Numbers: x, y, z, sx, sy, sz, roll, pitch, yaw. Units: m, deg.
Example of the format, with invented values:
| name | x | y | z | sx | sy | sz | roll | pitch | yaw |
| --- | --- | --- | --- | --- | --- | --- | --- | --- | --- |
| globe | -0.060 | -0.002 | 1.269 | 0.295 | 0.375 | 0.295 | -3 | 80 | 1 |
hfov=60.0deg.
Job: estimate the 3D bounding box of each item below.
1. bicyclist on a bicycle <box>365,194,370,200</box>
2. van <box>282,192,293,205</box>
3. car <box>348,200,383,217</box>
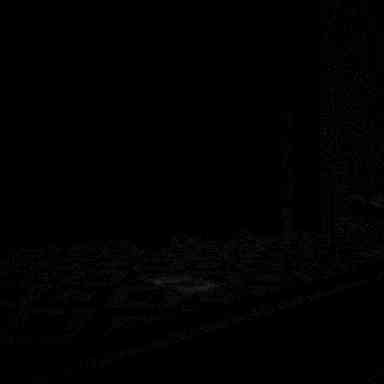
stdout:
| name | x | y | z | sx | sy | sz | roll | pitch | yaw |
| --- | --- | --- | --- | --- | --- | --- | --- | --- | --- |
| bicyclist on a bicycle | 20.841 | 1.031 | 39.619 | 1.656 | 1.620 | 0.582 | 0 | 1 | -36 |
| van | 12.254 | 0.931 | 46.565 | 1.690 | 1.788 | 3.998 | 1 | 0 | -35 |
| car | 14.816 | 1.367 | 28.290 | 2.008 | 1.369 | 4.403 | 1 | 0 | -35 |
